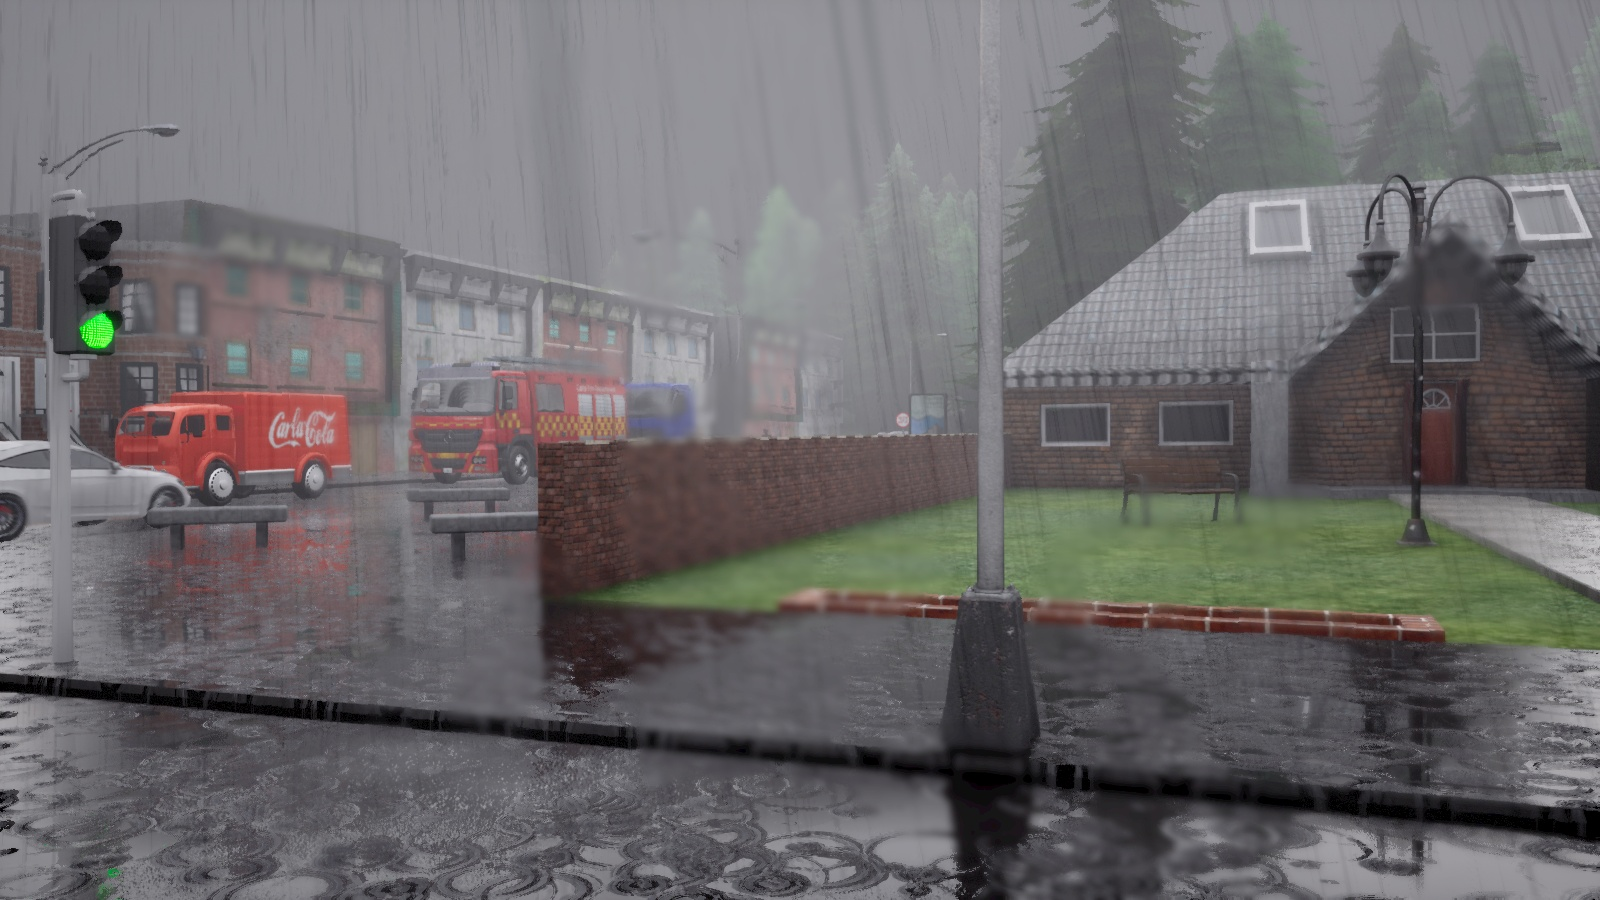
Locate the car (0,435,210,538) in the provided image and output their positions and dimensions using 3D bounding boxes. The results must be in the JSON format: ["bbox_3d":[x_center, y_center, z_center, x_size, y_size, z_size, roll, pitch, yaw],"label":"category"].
[{"bbox_3d":[-11.708,0.496,19.490,1.812,1.442,4.674,1,1,20],"label":"car"}]

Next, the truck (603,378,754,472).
[{"bbox_3d":[-4.694,-0.980,50.418,2.891,3.462,7.936,1,1,20],"label":"truck"}]

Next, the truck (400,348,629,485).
[{"bbox_3d":[-8.667,-1.003,39.476,2.891,3.827,8.468,1,1,20],"label":"truck"}]

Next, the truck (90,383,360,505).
[{"bbox_3d":[-12.732,-0.161,28.262,2.627,2.467,5.204,1,1,20],"label":"truck"}]
